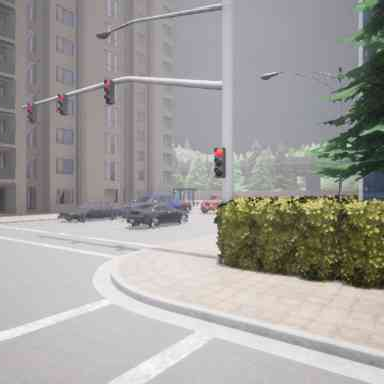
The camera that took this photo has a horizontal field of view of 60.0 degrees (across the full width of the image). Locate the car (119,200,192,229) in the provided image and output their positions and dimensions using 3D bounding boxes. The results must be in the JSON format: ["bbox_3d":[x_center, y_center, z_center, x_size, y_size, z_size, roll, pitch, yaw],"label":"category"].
[{"bbox_3d":[-2.198,1.505,22.057,1.837,1.490,4.892,0,0,36],"label":"car"}]

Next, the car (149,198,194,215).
[{"bbox_3d":[-2.043,1.478,34.439,1.882,1.535,5.008,0,0,36],"label":"car"}]

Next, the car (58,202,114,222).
[{"bbox_3d":[-7.847,1.547,26.530,2.033,1.411,5.357,0,0,36],"label":"car"}]

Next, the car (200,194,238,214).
[{"bbox_3d":[3.119,1.221,35.551,2.150,2.045,5.566,0,0,36],"label":"car"}]

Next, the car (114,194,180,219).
[{"bbox_3d":[-3.225,1.221,26.916,2.150,2.045,5.566,0,0,36],"label":"car"}]
